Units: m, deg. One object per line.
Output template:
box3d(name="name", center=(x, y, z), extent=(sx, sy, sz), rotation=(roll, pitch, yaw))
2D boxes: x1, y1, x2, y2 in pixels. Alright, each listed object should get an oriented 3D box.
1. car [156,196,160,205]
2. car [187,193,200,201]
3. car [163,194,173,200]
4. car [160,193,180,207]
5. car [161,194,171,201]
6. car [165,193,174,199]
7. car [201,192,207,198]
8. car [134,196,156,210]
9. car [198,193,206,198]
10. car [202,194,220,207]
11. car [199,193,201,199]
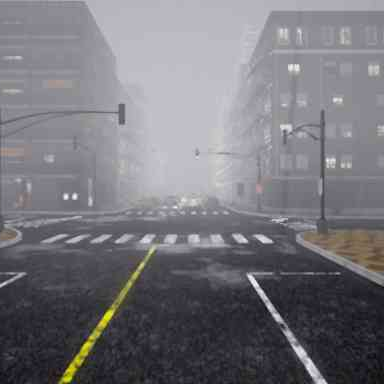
box3d(name="car", center=(-5.632, 1.258, 50.031), extent=(1.887, 1.381, 4.507), rotation=(1, 0, 0))
box3d(name="car", center=(0.072, 0.952, 70.717), extent=(2.097, 1.767, 4.553), rotation=(0, 0, 0))
box3d(name="car", center=(-5.605, 1.111, 77.648), extent=(2.008, 1.369, 4.403), rotation=(1, 0, 0))
box3d(name="car", center=(-3.031, 1.256, 46.989), extent=(1.812, 1.442, 4.674), rotation=(0, 1, 0))
box3d(name="car", center=(-5.610, 1.116, 71.955), extent=(1.752, 1.417, 4.829), rotation=(1, 0, 0))
box3d(name="car", center=(-5.599, 1.074, 83.172), extent=(1.887, 1.381, 4.507), rotation=(1, 0, 0))
box3d(name="car", center=(2.750, 1.154, 50.008), extent=(1.967, 1.590, 4.097), rotation=(1, 0, 0))
box3d(name="car", center=(-5.643, 1.302, 38.814), extent=(1.752, 1.417, 4.829), rotation=(1, 0, 0))
box3d(name="car", center=(2.793, 1.037, 94.196), extent=(1.947, 1.339, 4.313), rotation=(1, 0, 0))
box3d(name="car", center=(2.743, 1.290, 44.485), extent=(1.887, 1.381, 4.507), rotation=(1, 0, 0))
box3d(name="car", center=(2.759, 1.234, 61.056), extent=(1.802, 1.307, 4.206), rotation=(1, 0, 0))
